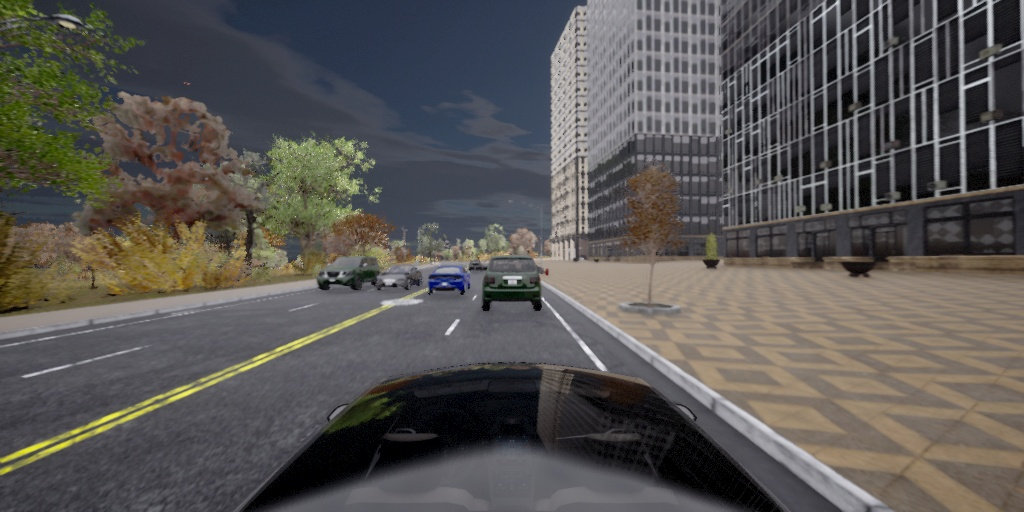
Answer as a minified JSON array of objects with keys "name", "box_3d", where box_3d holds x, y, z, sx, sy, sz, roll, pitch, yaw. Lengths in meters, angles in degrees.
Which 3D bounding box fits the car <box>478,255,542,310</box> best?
[{"name":"car","box_3d":[-0.043,0.992,14.889,2.150,2.045,5.566,0,0,-1]}]

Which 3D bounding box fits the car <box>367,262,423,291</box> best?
[{"name":"car","box_3d":[-6.875,1.288,22.295,2.128,1.511,4.902,0,0,-1]}]

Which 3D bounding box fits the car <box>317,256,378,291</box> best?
[{"name":"car","box_3d":[-10.135,1.027,22.848,2.150,2.045,5.566,0,-1,-1]}]

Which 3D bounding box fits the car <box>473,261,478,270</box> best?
[{"name":"car","box_3d":[-4.973,1.380,49.278,1.837,1.490,4.892,0,0,-4]}]

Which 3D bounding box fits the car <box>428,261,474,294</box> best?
[{"name":"car","box_3d":[-3.447,1.264,20.460,1.882,1.535,5.008,0,0,-2]}]
